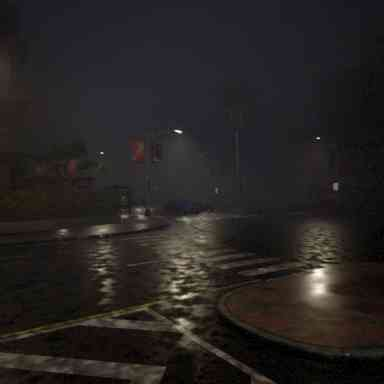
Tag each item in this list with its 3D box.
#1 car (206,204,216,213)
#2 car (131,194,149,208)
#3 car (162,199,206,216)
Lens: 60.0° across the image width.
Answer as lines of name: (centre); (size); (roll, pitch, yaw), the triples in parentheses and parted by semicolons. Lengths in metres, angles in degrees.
car: (0.528, 1.601, 36.404); (1.895, 1.301, 4.718); (0, 0, -35)
car: (-8.007, 1.478, 48.603); (1.882, 1.535, 5.008); (0, 0, -35)
car: (-1.066, 1.478, 32.507); (1.882, 1.535, 5.008); (0, 0, -34)
